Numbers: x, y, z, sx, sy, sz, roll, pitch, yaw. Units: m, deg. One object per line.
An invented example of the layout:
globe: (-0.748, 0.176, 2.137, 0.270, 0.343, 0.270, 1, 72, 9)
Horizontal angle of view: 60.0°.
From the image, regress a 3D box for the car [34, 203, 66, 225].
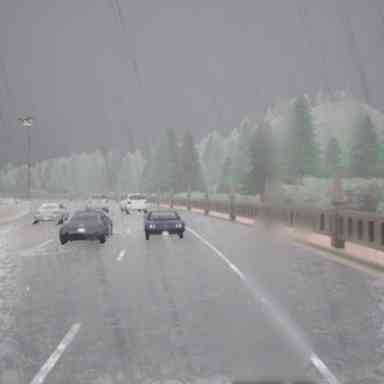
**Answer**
car: (-10.269, 1.530, 24.398, 1.812, 1.442, 4.674, 0, 0, -14)

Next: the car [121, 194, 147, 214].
car: (-6.170, 1.197, 35.105, 2.150, 2.045, 5.566, 0, 0, -19)

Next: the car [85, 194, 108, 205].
car: (-10.795, 1.210, 37.560, 2.150, 2.045, 5.566, 0, 0, -21)

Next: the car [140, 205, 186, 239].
car: (-1.579, 1.583, 17.333, 1.895, 1.301, 4.718, 0, 0, -10)

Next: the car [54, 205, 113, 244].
car: (-4.915, 1.560, 15.892, 1.994, 1.385, 4.181, 0, 0, -9)
